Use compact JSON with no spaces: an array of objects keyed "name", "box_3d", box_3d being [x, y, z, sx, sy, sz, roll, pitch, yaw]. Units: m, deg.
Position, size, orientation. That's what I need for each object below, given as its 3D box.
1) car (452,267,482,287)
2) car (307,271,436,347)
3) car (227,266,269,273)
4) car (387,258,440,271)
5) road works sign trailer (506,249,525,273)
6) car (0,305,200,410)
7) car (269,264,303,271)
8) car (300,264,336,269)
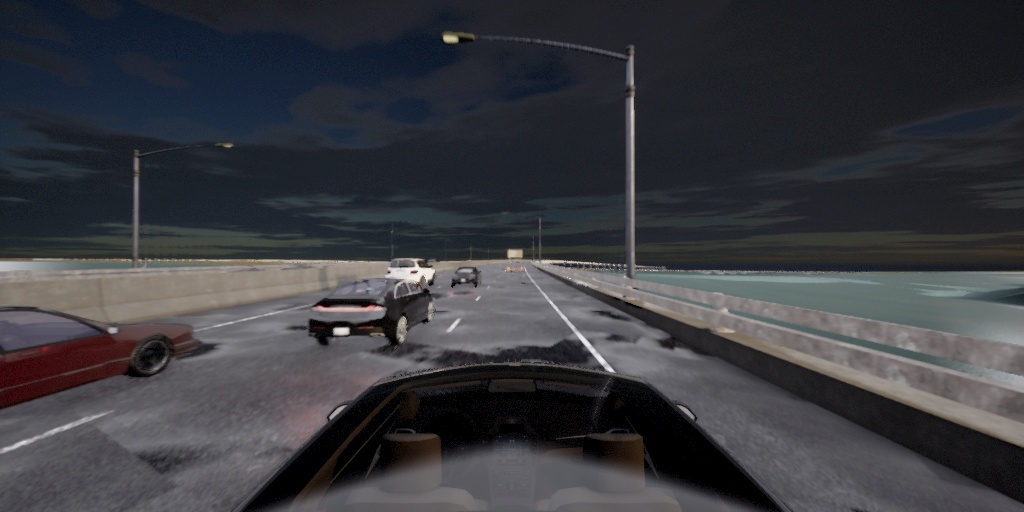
[{"name":"car","box_3d":[-3.293,1.498,26.593,1.812,1.442,4.674,0,-1,0]},{"name":"car","box_3d":[-3.388,1.311,9.555,2.128,1.511,4.902,0,-1,0]},{"name":"car","box_3d":[-24.406,1.631,33.893,1.895,1.301,4.718,0,-1,1]},{"name":"car","box_3d":[-6.810,1.175,24.655,2.150,2.045,5.566,0,-1,0]},{"name":"road works sign trailer","box_3d":[0.481,0.684,54.434,2.380,3.560,2.880,0,0,1]},{"name":"car","box_3d":[-6.899,1.317,4.357,2.033,1.411,5.357,0,-1,0]},{"name":"car","box_3d":[-20.887,1.535,35.176,2.128,1.511,4.902,0,-1,1]},{"name":"car","box_3d":[-17.411,1.633,33.811,1.895,1.301,4.718,0,-1,1]}]
